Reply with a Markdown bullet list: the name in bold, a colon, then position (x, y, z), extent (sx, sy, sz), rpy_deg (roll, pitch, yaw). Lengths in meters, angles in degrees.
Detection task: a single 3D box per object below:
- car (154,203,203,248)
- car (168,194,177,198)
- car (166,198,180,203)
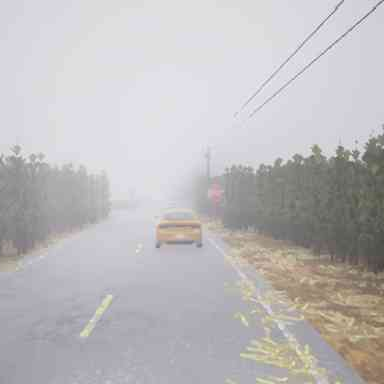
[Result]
- **car**: position (-0.656, 1.482, 14.797), extent (1.882, 1.535, 5.008), rpy_deg (0, 0, -5)
- **car**: position (-4.887, 1.347, 83.110), extent (2.097, 1.767, 4.553), rpy_deg (0, 0, 1)
- **car**: position (-1.737, 1.530, 29.695), extent (1.812, 1.442, 4.674), rpy_deg (0, 0, -3)
